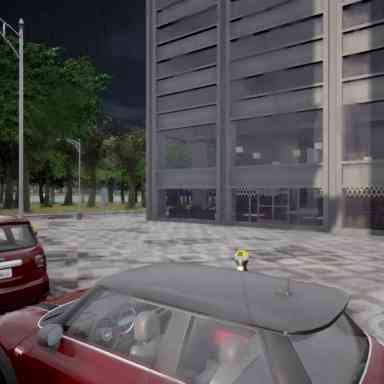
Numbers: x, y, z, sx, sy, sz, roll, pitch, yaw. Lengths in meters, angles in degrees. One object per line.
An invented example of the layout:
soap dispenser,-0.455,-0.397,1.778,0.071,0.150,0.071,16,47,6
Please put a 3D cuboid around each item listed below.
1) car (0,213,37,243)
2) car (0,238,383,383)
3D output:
car,-4.780,1.315,6.367,5.009,1.841,2.192,0,0,35
car,-0.351,1.440,3.212,4.097,1.590,1.967,0,0,35
